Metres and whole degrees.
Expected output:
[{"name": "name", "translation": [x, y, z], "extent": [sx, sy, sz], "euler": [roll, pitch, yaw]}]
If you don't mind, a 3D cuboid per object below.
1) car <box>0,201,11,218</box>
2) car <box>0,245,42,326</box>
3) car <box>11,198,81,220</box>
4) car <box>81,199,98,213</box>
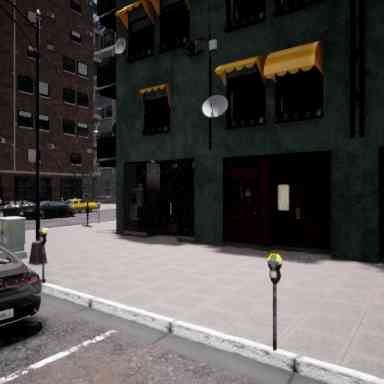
[{"name": "car", "translation": [-14.029, 1.350, 26.116], "extent": [2.008, 1.369, 4.403], "euler": [1, 1, 35]}, {"name": "car", "translation": [-4.496, 1.551, 6.092], "extent": [4.403, 1.369, 2.008], "euler": [0, 0, 36]}, {"name": "car", "translation": [-11.179, 1.345, 25.689], "extent": [1.994, 1.385, 4.181], "euler": [0, 1, 35]}, {"name": "car", "translation": [-10.933, 1.249, 30.537], "extent": [1.752, 1.417, 4.829], "euler": [1, 1, 35]}]
